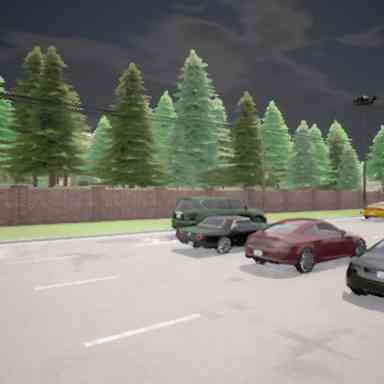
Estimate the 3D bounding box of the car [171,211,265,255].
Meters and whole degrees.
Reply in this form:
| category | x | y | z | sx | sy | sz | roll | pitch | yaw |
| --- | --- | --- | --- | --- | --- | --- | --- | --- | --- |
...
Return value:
| category | x | y | z | sx | sy | sz | roll | pitch | yaw |
| --- | --- | --- | --- | --- | --- | --- | --- | --- | --- |
| car | 1.766 | 1.637 | 13.598 | 4.718 | 1.301 | 1.895 | 0 | 0 | -35 |

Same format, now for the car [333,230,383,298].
| category | x | y | z | sx | sy | sz | roll | pitch | yaw |
| --- | --- | --- | --- | --- | --- | --- | --- | --- | --- |
| car | 5.382 | 1.598 | 7.579 | 4.181 | 1.385 | 1.994 | 0 | 0 | -35 |

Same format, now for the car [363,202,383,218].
| category | x | y | z | sx | sy | sz | roll | pitch | yaw |
| --- | --- | --- | --- | --- | --- | --- | --- | --- | --- |
| car | 16.617 | 1.594 | 28.474 | 5.008 | 1.535 | 1.882 | 0 | 0 | -35 |

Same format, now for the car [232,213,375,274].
| category | x | y | z | sx | sy | sz | roll | pitch | yaw |
| --- | --- | --- | --- | --- | --- | --- | --- | --- | --- |
| car | 3.730 | 1.561 | 10.716 | 4.674 | 1.442 | 1.812 | 0 | 0 | -36 |

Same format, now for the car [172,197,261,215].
| category | x | y | z | sx | sy | sz | roll | pitch | yaw |
| --- | --- | --- | --- | --- | --- | --- | --- | --- | --- |
| car | 1.536 | 1.266 | 17.731 | 5.566 | 2.045 | 2.150 | 0 | 0 | -35 |
